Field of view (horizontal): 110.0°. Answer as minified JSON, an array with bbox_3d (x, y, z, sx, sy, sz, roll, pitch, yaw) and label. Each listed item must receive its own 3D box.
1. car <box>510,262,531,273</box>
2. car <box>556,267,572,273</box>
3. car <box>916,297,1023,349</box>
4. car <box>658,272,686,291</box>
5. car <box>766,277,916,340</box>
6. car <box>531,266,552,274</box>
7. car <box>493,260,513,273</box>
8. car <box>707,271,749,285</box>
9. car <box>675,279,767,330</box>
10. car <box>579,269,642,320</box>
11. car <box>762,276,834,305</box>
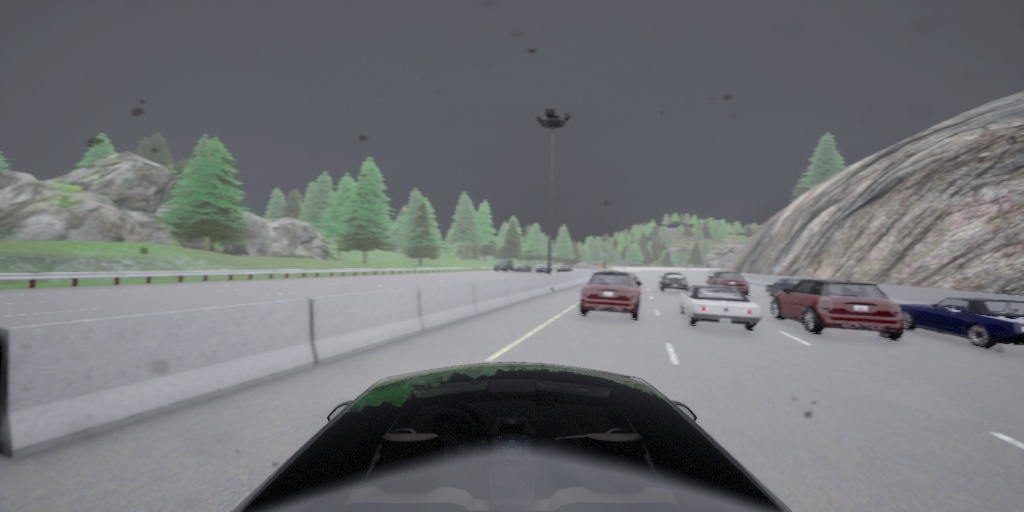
[{"bbox_3d":[1.982,2.185,61.176,2.033,1.411,5.357,1,-1,20],"label":"car"},{"bbox_3d":[8.572,2.400,58.878,1.895,1.301,4.718,1,-1,20],"label":"car"},{"bbox_3d":[13.822,1.881,10.593,1.895,1.301,4.718,1,-1,20],"label":"car"},{"bbox_3d":[12.690,2.019,28.296,1.812,1.442,4.674,1,-1,20],"label":"car"},{"bbox_3d":[10.709,1.563,12.250,2.097,1.767,4.553,1,-1,20],"label":"car"},{"bbox_3d":[5.272,2.319,60.015,1.895,1.301,4.718,1,-1,20],"label":"car"},{"bbox_3d":[-1.335,1.776,62.268,2.150,2.045,5.566,1,-1,20],"label":"car"},{"bbox_3d":[15.724,1.908,26.385,2.097,1.767,4.553,1,-1,20],"label":"car"},{"bbox_3d":[7.225,1.720,12.930,1.895,1.301,4.718,1,-1,20],"label":"car"},{"bbox_3d":[4.115,1.402,14.596,2.097,1.767,4.553,1,-1,20],"label":"car"},{"bbox_3d":[18.312,2.138,23.296,2.033,1.411,5.357,1,-1,20],"label":"car"}]
